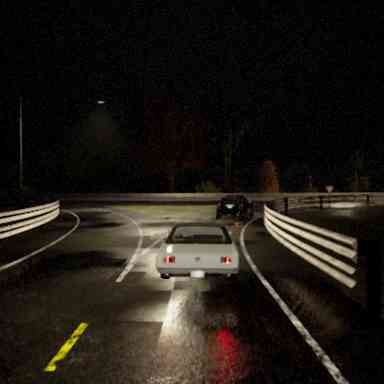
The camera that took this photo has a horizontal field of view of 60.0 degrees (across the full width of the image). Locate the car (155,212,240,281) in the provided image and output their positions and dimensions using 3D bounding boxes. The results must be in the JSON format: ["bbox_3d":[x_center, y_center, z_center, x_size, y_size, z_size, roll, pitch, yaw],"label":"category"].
[{"bbox_3d":[0.220,1.479,9.479,1.895,1.301,4.718,0,1,2],"label":"car"}]

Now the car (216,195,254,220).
[{"bbox_3d":[3.335,1.034,24.974,2.097,1.767,4.553,0,1,20],"label":"car"}]
